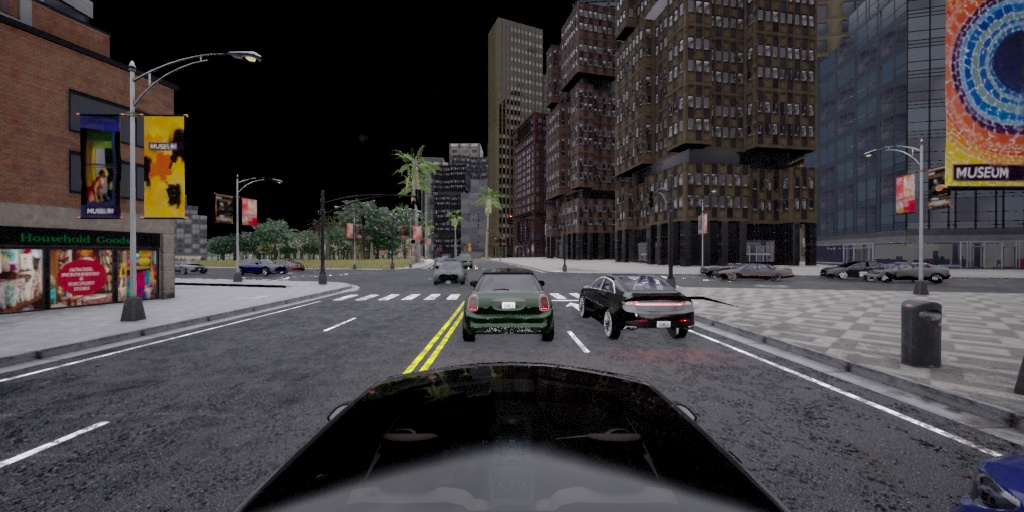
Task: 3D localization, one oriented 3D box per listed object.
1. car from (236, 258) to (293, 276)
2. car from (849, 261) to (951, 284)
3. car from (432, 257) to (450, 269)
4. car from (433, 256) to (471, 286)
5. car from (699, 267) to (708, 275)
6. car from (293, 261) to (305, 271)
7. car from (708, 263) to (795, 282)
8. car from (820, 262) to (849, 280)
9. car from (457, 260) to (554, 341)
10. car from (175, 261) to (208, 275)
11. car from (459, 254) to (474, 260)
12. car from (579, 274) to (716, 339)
[{"bbox_3d":[-24.289,0.995,34.912,4.553,1.767,2.097,0,0,13],"label":"car"},{"bbox_3d":[28.408,1.189,26.105,4.902,1.511,2.128,0,0,13],"label":"car"},{"bbox_3d":[-10.065,0.957,50.937,2.128,1.511,4.902,0,1,-7],"label":"car"},{"bbox_3d":[-4.232,1.078,25.250,2.097,1.767,4.553,0,0,-4],"label":"car"},{"bbox_3d":[19.303,1.280,31.597,4.718,1.301,1.895,0,0,11],"label":"car"},{"bbox_3d":[-26.920,1.169,42.505,4.181,1.385,1.994,0,0,12],"label":"car"},{"bbox_3d":[18.930,1.240,28.345,5.357,1.411,2.033,0,0,13],"label":"car"},{"bbox_3d":[28.385,1.189,29.449,4.892,1.490,1.837,0,0,13],"label":"car"},{"bbox_3d":[-0.122,1.101,10.008,2.097,1.767,4.553,0,0,-1],"label":"car"},{"bbox_3d":[-33.968,1.184,37.202,4.181,1.385,1.994,0,0,13],"label":"car"},{"bbox_3d":[-6.578,0.703,49.923,2.150,2.045,5.566,0,1,-8],"label":"car"},{"bbox_3d":[3.172,1.241,10.058,2.128,1.511,4.902,0,0,-1],"label":"car"}]
